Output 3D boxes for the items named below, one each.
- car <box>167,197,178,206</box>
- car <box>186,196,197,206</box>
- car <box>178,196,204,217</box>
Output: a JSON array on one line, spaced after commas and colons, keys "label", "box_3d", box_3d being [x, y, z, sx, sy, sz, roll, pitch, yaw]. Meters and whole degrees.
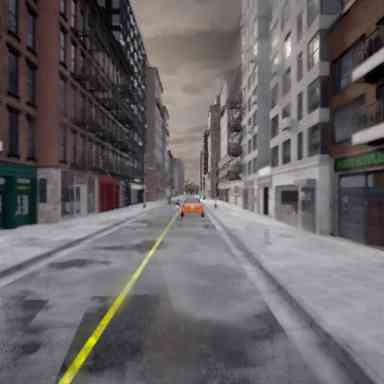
[{"label": "car", "box_3d": [-3.058, 1.557, 55.356, 1.812, 1.442, 4.674, 0, 0, 1]}, {"label": "car", "box_3d": [-0.018, 1.549, 58.046, 1.837, 1.490, 4.892, 0, 0, 0]}, {"label": "car", "box_3d": [0.058, 1.342, 31.644, 2.097, 1.767, 4.553, 0, 0, 0]}]
